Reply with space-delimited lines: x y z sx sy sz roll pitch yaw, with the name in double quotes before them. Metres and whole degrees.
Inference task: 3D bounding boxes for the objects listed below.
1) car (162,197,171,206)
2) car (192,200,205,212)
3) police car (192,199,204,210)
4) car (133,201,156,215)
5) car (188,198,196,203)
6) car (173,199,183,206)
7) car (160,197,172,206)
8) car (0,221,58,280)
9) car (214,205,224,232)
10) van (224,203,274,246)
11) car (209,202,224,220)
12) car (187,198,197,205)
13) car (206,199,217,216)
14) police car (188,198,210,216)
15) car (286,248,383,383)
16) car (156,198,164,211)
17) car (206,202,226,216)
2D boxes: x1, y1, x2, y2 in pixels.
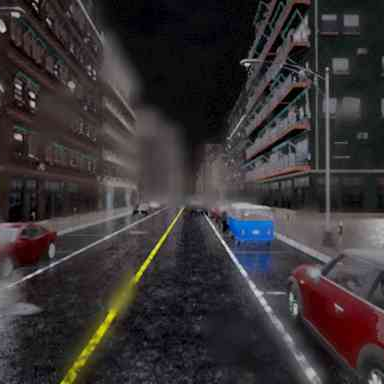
"car" -5.697 2.053 66.594 1.967 1.590 4.097 0 -1 0
"car" 0.894 1.923 47.905 1.882 1.535 5.008 0 -1 0
"police car" 0.894 1.925 54.016 1.930 1.638 5.238 0 -1 0
"car" -5.693 1.925 38.410 1.947 1.339 4.313 0 -1 0
"car" -0.011 2.265 88.456 1.994 1.385 4.181 0 -1 0
"car" -3.010 2.202 71.015 1.994 1.385 4.181 0 -1 0
"car" -5.697 1.978 72.231 2.192 1.841 5.009 0 -1 0
"car" -5.690 1.642 10.230 1.887 1.381 4.507 0 -1 0
"car" 2.689 1.769 21.500 1.947 1.339 4.313 0 -1 0
"van" 2.691 1.491 15.866 1.690 1.788 3.998 0 -1 0
"car" 2.689 1.800 27.137 1.887 1.381 4.507 0 -1 0
"car" -0.009 2.105 73.458 2.128 1.511 4.902 0 -1 0
"car" 2.688 1.748 32.774 1.967 1.590 4.097 0 -1 0
"police car" 0.758 1.779 38.022 1.930 1.638 5.238 0 0 0
"car" 2.692 1.484 4.593 1.967 1.590 4.097 0 -1 0
"car" -5.695 1.985 49.514 1.752 1.417 4.829 0 -1 0
"car" 2.688 1.910 38.409 2.008 1.369 4.403 0 -1 0
